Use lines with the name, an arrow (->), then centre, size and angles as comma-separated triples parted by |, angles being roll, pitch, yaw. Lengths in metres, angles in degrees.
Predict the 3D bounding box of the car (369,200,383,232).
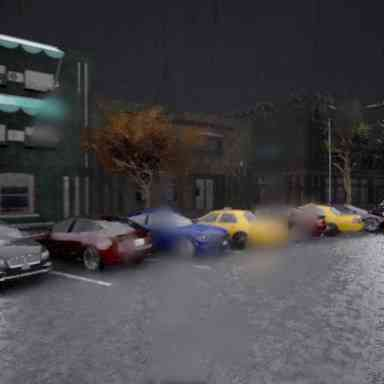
car -> 8.713, 1.408, 19.266 | 4.792, 1.488, 2.163 | -1, -1, 35

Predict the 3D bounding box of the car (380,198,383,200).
car -> 15.892, 1.201, 24.442 | 4.553, 1.767, 2.185 | -1, -1, 35

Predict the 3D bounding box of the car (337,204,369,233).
car -> 6.118, 1.397, 17.657 | 5.366, 1.575, 1.946 | -1, 0, 35

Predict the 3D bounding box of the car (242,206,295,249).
car -> 1.297, 1.432, 14.227 | 5.366, 1.575, 1.946 | -1, 0, 35

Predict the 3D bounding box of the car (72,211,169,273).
car -> -3.395, 1.497, 10.709 | 4.792, 1.488, 2.163 | -1, 0, 35

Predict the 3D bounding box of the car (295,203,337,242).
car -> 3.867, 1.414, 15.847 | 5.008, 1.535, 2.097 | -1, 0, 34

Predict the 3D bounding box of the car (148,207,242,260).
car -> -0.962, 1.450, 12.407 | 5.008, 1.535, 2.097 | -1, -1, 35

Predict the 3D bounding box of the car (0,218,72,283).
car -> -5.785, 1.486, 8.981 | 4.892, 1.521, 2.231 | -1, -1, 35
